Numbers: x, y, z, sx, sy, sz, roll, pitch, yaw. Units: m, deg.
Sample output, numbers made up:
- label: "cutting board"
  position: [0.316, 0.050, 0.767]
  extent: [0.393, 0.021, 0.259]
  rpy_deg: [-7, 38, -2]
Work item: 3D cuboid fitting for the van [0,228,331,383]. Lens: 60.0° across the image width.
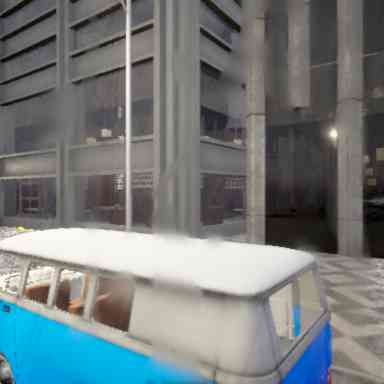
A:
- label: "van"
  position: [-0.674, 1.353, 3.443]
  extent: [3.998, 1.788, 1.690]
  rpy_deg: [0, 0, 36]
